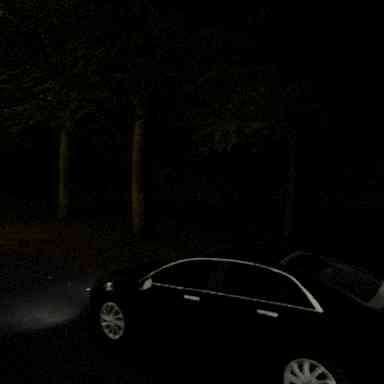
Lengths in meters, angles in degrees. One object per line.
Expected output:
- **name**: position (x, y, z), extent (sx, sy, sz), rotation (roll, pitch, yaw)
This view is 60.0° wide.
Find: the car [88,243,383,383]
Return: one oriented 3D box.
- **car**: position (0.533, 1.513, 4.777), extent (4.892, 1.490, 1.837), rotation (0, 0, 36)
